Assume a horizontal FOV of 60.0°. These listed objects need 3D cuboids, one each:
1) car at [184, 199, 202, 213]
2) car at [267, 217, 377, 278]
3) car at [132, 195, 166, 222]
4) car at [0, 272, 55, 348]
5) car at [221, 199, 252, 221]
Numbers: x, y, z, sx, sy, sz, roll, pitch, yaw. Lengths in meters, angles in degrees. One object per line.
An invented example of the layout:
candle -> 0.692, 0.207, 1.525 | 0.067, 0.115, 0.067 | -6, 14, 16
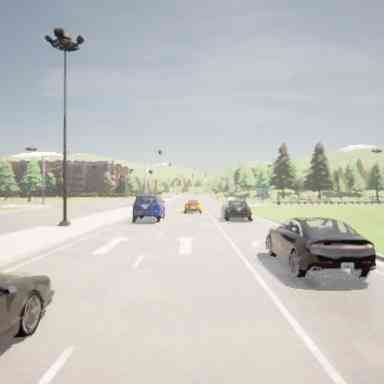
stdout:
car -> 0.101, 1.509, 36.988 | 1.882, 1.535, 5.008 | 0, -1, 0
car -> 3.601, 1.499, 10.123 | 2.128, 1.511, 4.902 | 0, 0, 0
car -> -3.399, 1.243, 26.731 | 2.150, 2.045, 5.566 | 0, 0, 0
car -> -3.399, 1.551, 3.565 | 2.033, 1.411, 5.357 | 0, 0, 0
car -> 3.602, 1.375, 27.584 | 2.097, 1.767, 4.553 | 0, 0, 0
